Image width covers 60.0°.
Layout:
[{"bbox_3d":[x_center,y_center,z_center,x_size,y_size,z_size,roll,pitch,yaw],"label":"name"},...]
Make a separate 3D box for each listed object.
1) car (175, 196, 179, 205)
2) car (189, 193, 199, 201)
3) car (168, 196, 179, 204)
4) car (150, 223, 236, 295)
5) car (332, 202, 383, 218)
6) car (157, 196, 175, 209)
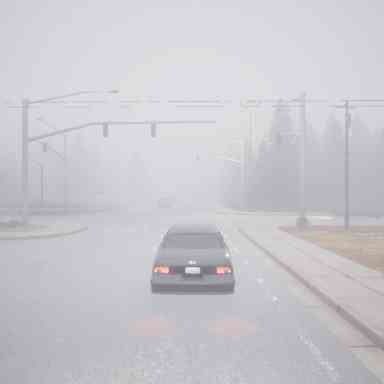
[{"bbox_3d":[-3.665,1.491,54.674,2.128,1.511,4.902,0,0,0],"label":"car"},{"bbox_3d":[0.414,1.225,80.395,2.150,2.045,5.566,0,0,2],"label":"car"},{"bbox_3d":[-3.562,1.505,64.552,1.837,1.490,4.892,0,0,1],"label":"car"},{"bbox_3d":[0.035,1.545,8.896,2.033,1.411,5.357,0,0,1],"label":"car"},{"bbox_3d":[14.692,1.591,29.555,4.181,1.385,1.994,0,0,1],"label":"car"},{"bbox_3d":[-3.674,1.505,45.022,1.837,1.490,4.892,0,0,0],"label":"car"}]
